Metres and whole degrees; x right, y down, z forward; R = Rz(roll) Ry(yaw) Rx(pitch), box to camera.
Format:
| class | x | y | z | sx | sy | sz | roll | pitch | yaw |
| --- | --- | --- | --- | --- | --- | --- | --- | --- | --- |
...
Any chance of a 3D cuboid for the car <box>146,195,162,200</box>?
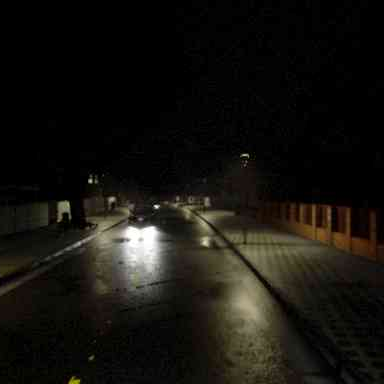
| class | x | y | z | sx | sy | sz | roll | pitch | yaw |
| --- | --- | --- | --- | --- | --- | --- | --- | --- | --- |
| car | -7.543 | 1.852 | 65.873 | 2.128 | 1.511 | 4.902 | 0 | 0 | -8 |

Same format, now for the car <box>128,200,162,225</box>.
| class | x | y | z | sx | sy | sz | roll | pitch | yaw |
| --- | --- | --- | --- | --- | --- | --- | --- | --- | --- |
| car | -3.601 | 1.592 | 24.870 | 2.128 | 1.511 | 4.902 | 0 | 0 | -3 |
